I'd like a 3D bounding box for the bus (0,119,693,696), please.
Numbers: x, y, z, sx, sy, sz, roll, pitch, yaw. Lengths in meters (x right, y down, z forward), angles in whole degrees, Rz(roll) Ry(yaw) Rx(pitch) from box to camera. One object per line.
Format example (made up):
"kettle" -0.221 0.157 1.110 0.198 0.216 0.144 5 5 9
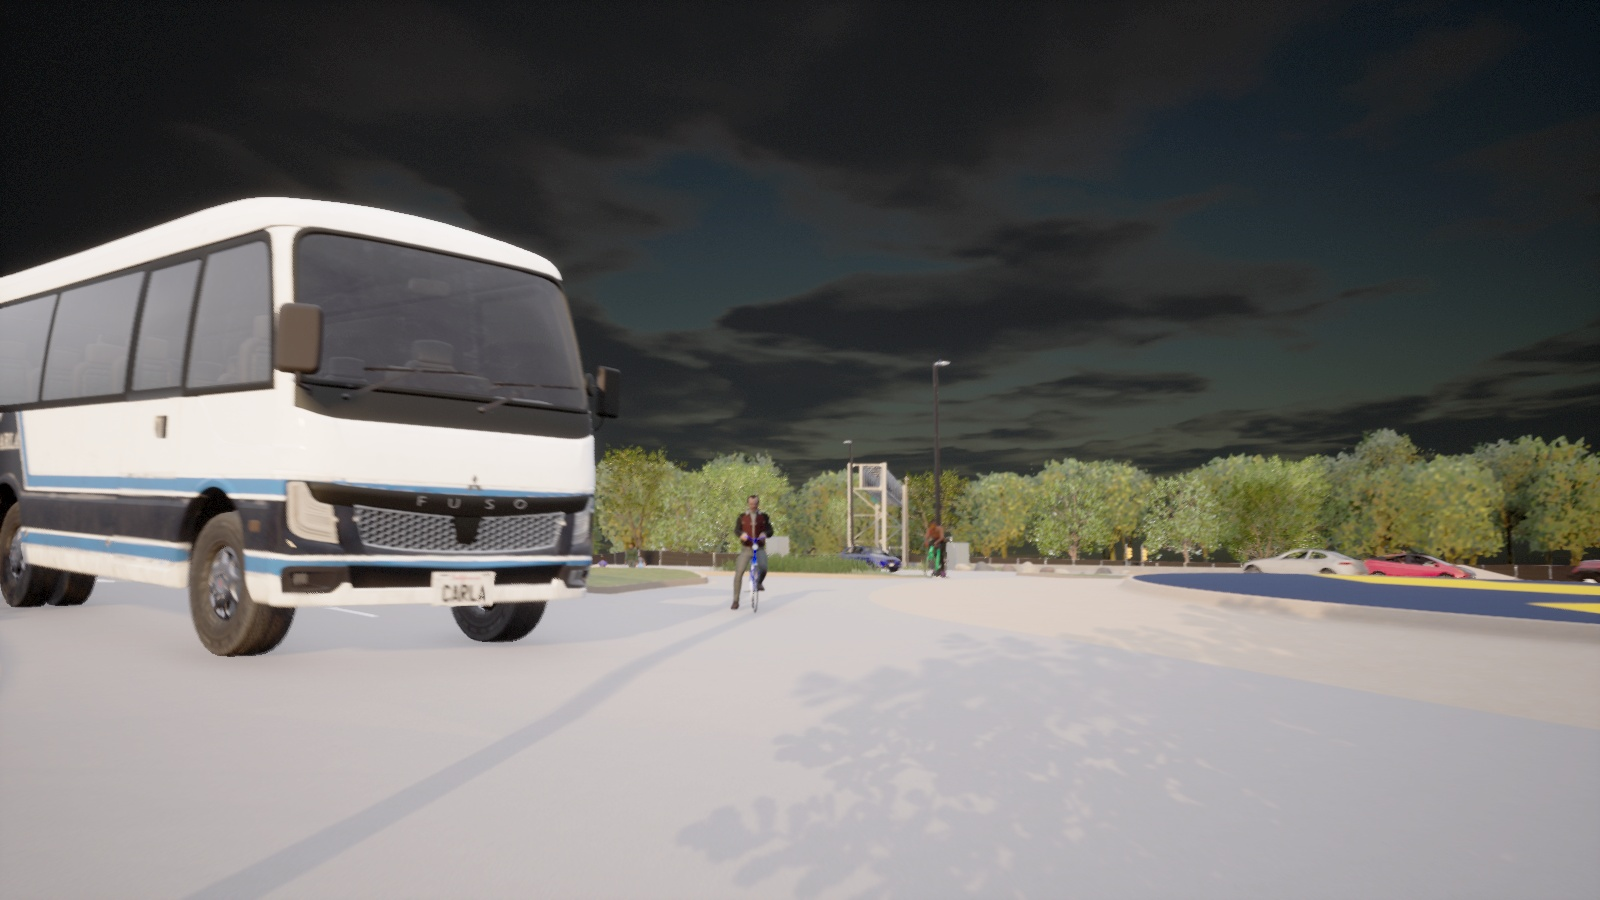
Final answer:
"bus" -6.235 -0.150 14.131 10.273 4.253 3.944 -1 -4 42

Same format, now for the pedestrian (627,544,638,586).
"pedestrian" -7.478 5.116 56.076 0.353 1.847 0.614 -2 -6 5

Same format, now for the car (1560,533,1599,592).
"car" 26.600 3.612 39.820 1.905 1.878 3.866 6 -6 -43

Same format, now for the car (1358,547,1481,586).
"car" 27.692 5.206 56.198 4.514 1.525 2.007 -3 -8 44

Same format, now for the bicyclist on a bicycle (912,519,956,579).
"bicyclist on a bicycle" 3.753 2.776 35.028 0.582 1.620 1.656 -4 -6 29

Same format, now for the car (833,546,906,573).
"car" 3.820 6.078 69.705 1.816 1.474 4.193 3 -6 -34

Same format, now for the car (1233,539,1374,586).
"car" 21.034 4.681 52.647 2.152 1.651 5.027 8 -7 -40

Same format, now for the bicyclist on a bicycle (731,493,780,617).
"bicyclist on a bicycle" -0.696 1.575 19.010 0.659 1.776 1.843 0 -4 -4
